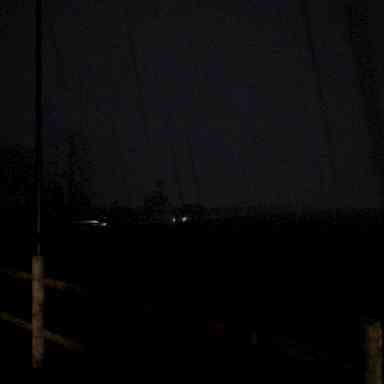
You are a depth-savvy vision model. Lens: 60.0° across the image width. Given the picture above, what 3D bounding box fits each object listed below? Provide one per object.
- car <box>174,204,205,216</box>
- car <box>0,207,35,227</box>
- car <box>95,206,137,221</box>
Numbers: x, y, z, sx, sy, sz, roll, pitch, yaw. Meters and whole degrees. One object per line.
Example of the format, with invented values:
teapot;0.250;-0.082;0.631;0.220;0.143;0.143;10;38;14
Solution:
car;-0.257;2.243;41.986;1.837;1.490;4.892;1;-1;36
car;-13.570;1.799;23.366;2.033;1.411;5.357;1;-1;35
car;-7.281;2.047;32.163;1.994;1.385;4.181;1;-1;36
